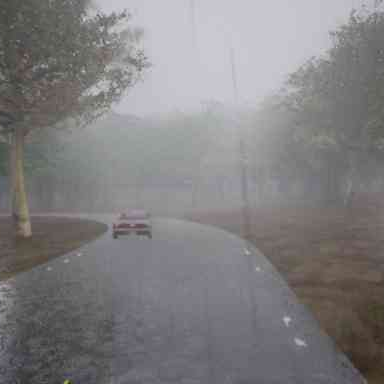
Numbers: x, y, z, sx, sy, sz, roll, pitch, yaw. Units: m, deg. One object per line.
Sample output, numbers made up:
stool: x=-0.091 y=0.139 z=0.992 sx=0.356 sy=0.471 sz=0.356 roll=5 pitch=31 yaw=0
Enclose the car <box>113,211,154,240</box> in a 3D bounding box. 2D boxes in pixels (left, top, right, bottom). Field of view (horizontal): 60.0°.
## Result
car: x=-2.924 y=1.639 z=17.253 sx=1.895 sy=1.301 sz=4.718 roll=0 pitch=-1 yaw=-7
